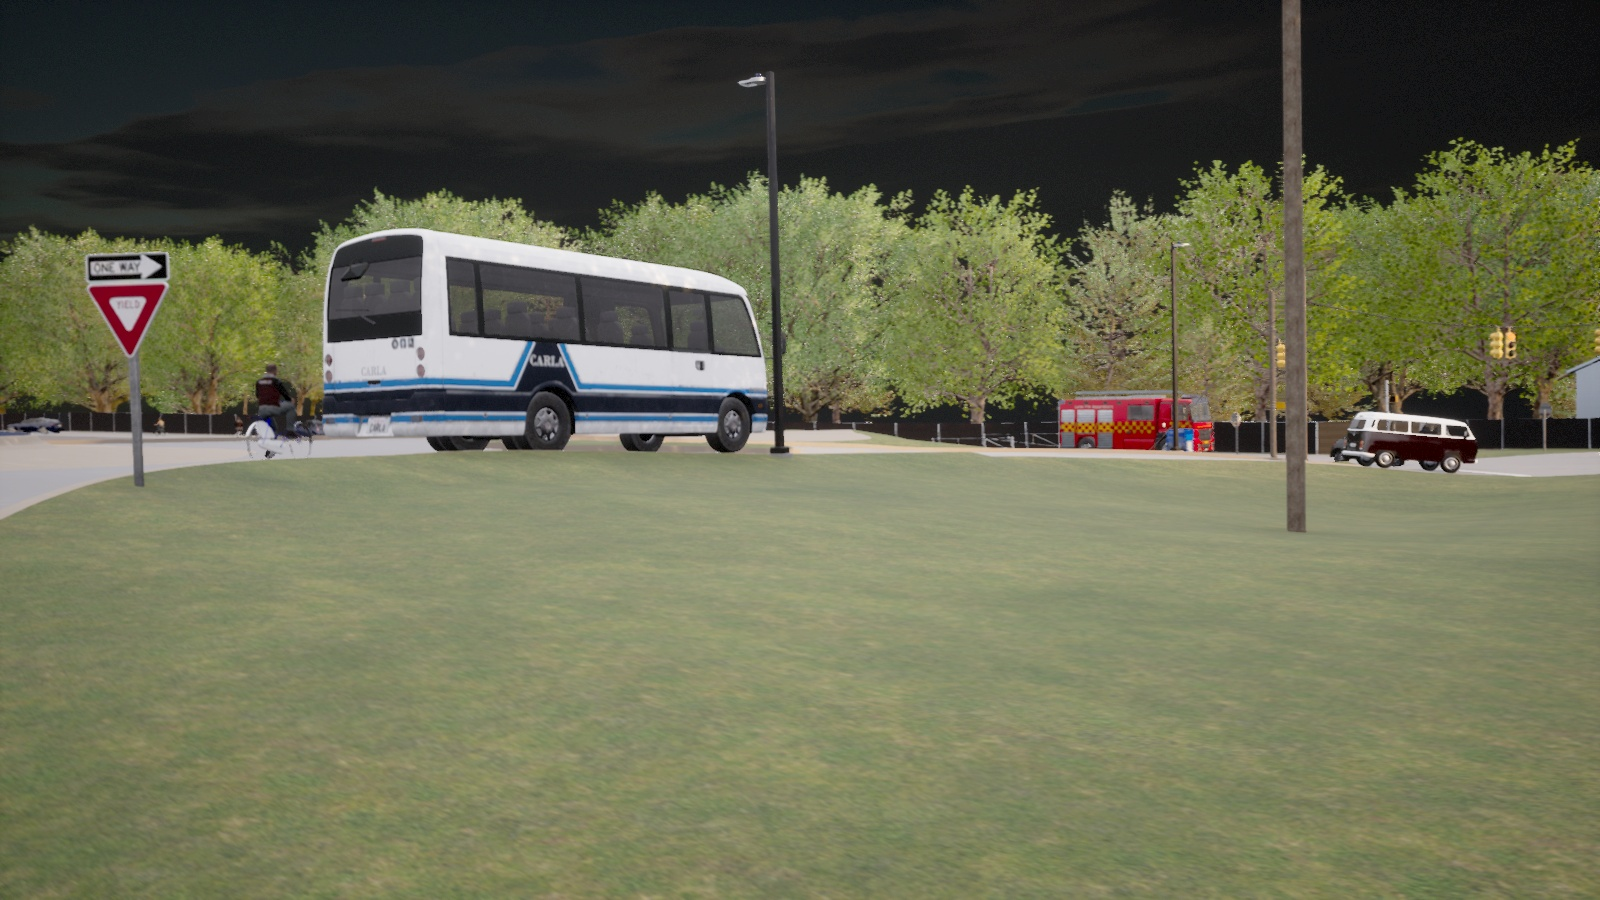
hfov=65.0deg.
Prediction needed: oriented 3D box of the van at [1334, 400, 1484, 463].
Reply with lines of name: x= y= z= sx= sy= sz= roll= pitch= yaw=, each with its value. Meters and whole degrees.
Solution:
van: x=22.642 y=-0.699 z=46.816 sx=4.480 sy=2.038 sz=2.069 roll=3 pitch=2 yaw=-1

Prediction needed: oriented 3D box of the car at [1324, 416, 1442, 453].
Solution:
car: x=28.484 y=-0.758 z=61.582 sx=2.152 sy=1.651 sz=5.027 roll=-4 pitch=2 yaw=-23

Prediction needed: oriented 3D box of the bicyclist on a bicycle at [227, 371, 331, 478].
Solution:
bicyclist on a bicycle: x=-9.146 y=-0.460 z=22.134 sx=0.659 sy=1.776 sz=1.843 roll=-3 pitch=1 yaw=13

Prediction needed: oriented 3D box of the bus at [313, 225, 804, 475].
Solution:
bus: x=-4.543 y=-1.827 z=26.777 sx=3.944 sy=4.253 sz=10.273 roll=-1 pitch=1 yaw=35

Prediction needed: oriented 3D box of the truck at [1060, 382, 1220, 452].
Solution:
truck: x=19.682 y=-1.876 z=73.075 sx=8.468 sy=3.827 sz=2.891 roll=0 pitch=3 yaw=38
